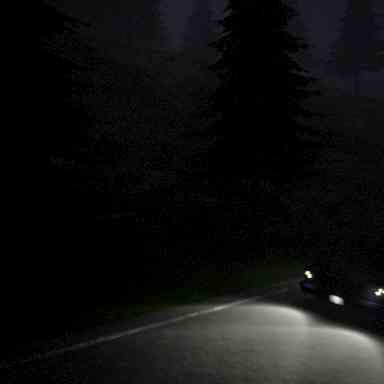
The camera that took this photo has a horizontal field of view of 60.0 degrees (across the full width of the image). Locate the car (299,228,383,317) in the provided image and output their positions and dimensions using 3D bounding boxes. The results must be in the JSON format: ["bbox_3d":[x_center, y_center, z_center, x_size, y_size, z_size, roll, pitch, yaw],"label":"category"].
[{"bbox_3d":[4.802,1.510,7.321,5.357,1.411,2.033,0,0,-32],"label":"car"}]
